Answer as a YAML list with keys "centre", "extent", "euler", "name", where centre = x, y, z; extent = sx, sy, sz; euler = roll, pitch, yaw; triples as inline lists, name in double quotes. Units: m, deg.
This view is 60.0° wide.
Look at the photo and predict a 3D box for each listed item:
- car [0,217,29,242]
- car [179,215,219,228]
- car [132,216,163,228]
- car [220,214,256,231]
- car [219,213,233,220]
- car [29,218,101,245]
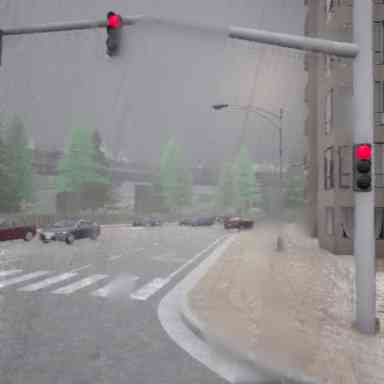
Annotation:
- centre: [-11.510, 2.288, 19.880]
  extent: [1.882, 1.535, 5.008]
  euler: [0, -2, 12]
  name: "car"
- centre: [0.664, 3.800, 42.565]
  extent: [2.033, 1.411, 5.357]
  euler: [-2, -4, 40]
  name: "car"
- centre: [-5.271, 3.557, 39.828]
  extent: [1.994, 1.385, 4.181]
  euler: [-1, -4, 30]
  name: "car"
- centre: [5.489, 3.556, 37.577]
  extent: [1.882, 1.535, 5.008]
  euler: [-2, -4, 36]
  name: "car"
- centre: [5.210, 3.964, 51.817]
  extent: [5.008, 1.535, 1.882]
  euler: [3, -4, -35]
  name: "car"
- centre: [-7.648, 2.450, 21.281]
  extent: [2.128, 1.511, 4.902]
  euler: [0, -3, 12]
  name: "car"
